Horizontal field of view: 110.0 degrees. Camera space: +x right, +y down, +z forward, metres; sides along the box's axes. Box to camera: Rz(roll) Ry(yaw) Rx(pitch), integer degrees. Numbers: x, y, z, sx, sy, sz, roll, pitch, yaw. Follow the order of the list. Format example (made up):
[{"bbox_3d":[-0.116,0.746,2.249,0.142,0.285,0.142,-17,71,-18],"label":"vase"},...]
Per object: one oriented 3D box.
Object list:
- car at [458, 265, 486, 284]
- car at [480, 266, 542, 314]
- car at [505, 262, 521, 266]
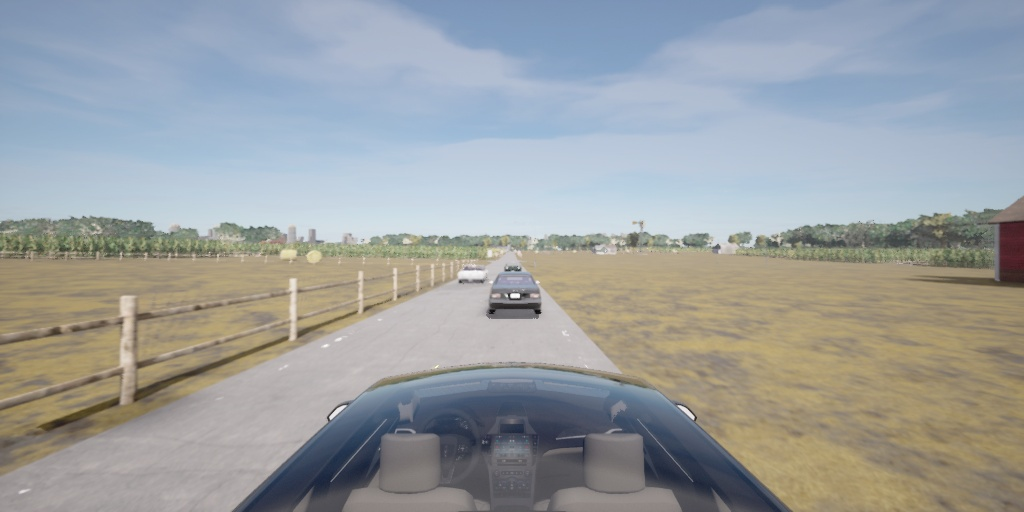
[{"bbox_3d":[-2.802,1.319,26.462,1.895,1.301,4.718,0,0,0],"label":"car"},{"bbox_3d":[0.101,1.289,13.739,2.033,1.411,5.357,0,0,0],"label":"car"},{"bbox_3d":[0.104,1.272,39.880,1.895,1.301,4.718,0,0,0],"label":"car"}]
